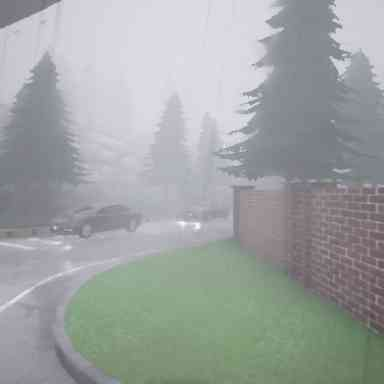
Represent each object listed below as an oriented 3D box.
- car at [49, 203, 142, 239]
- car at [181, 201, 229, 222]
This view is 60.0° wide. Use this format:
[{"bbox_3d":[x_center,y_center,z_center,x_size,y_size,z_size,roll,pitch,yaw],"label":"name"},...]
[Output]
[{"bbox_3d":[-4.559,1.319,16.432,1.837,1.490,4.892,0,0,34],"label":"car"},{"bbox_3d":[1.039,1.378,24.604,1.994,1.385,4.181,0,0,35],"label":"car"}]
